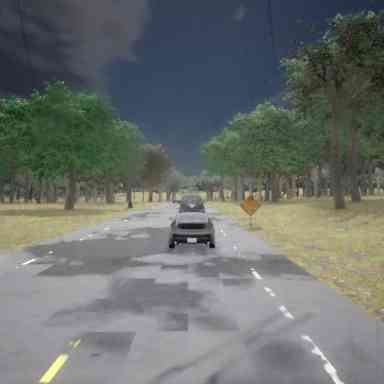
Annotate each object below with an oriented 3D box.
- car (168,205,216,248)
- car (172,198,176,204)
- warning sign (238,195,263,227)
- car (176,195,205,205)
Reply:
[{"bbox_3d":[0.000,1.523,14.652,1.837,1.490,4.892,0,0,0],"label":"car"},{"bbox_3d":[-3.500,2.000,76.627,2.033,1.411,5.357,0,-1,0],"label":"car"},{"bbox_3d":[3.536,1.123,20.081,1.300,1.860,1.060,-1,-1,0],"label":"warning sign"},{"bbox_3d":[0.000,1.288,29.688,2.150,2.045,5.566,0,0,0],"label":"car"}]
